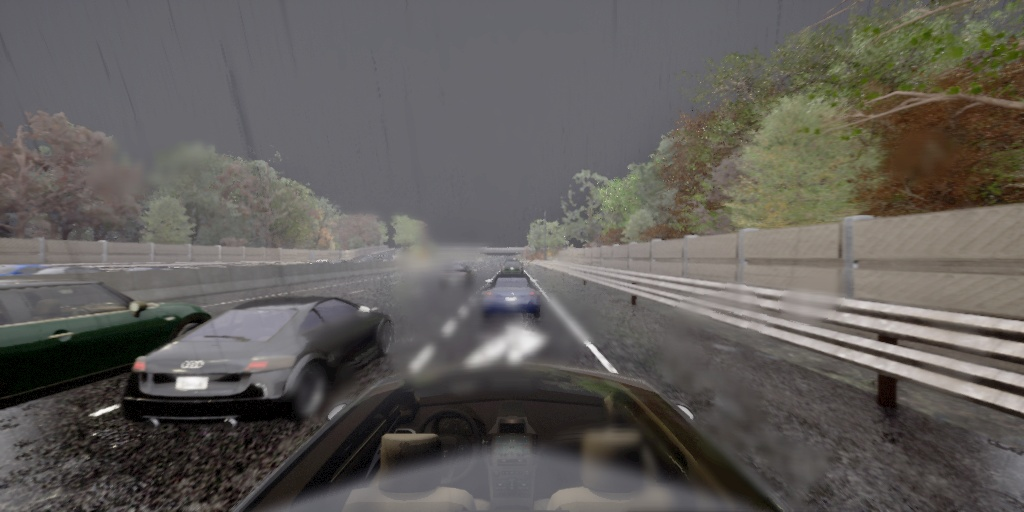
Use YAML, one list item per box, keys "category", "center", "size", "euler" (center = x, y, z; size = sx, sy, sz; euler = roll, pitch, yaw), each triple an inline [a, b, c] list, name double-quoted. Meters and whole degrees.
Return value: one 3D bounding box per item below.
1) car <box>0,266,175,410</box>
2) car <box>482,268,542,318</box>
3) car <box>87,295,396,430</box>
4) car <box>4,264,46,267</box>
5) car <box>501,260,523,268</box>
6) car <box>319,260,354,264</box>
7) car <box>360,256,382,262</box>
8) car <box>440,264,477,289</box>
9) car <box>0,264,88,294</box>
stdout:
- category: "car"
  center: [-6.899, 1.105, 5.258]
  size: [2.097, 1.767, 4.553]
  euler: [0, 0, 0]
- category: "car"
  center: [0.003, 1.322, 13.051]
  size: [1.994, 1.385, 4.181]
  euler: [0, 0, 0]
- category: "car"
  center: [-3.396, 1.317, 5.815]
  size: [1.994, 1.385, 4.181]
  euler: [0, 0, 0]
- category: "car"
  center: [-24.586, 1.295, 19.631]
  size: [1.812, 1.442, 4.674]
  euler: [0, 0, 0]
- category: "car"
  center: [0.012, 1.146, 34.446]
  size: [2.097, 1.767, 4.553]
  euler: [0, 0, 0]
- category: "car"
  center: [-24.507, 1.343, 50.278]
  size: [1.837, 1.490, 4.892]
  euler: [0, 1, 1]
- category: "car"
  center: [-20.989, 1.062, 53.131]
  size: [2.150, 2.045, 5.566]
  euler: [0, 1, 0]
- category: "car"
  center: [-3.389, 1.264, 23.322]
  size: [2.128, 1.511, 4.902]
  euler: [0, 0, 0]
- category: "car"
  center: [-28.085, 1.249, 20.431]
  size: [1.882, 1.535, 5.008]
  euler: [0, 0, 0]
